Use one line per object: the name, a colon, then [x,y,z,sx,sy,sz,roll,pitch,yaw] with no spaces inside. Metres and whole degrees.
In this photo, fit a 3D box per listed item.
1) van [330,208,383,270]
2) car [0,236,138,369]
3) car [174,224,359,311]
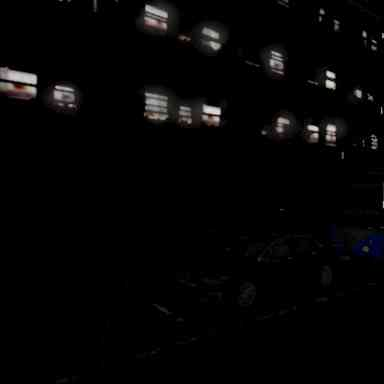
van: [6.216,1.417,10.970,3.998,1.788,1.690,0,-1,-35]
car: [-2.904,1.441,4.461,4.097,1.590,1.967,0,-1,-36]
car: [1.656,1.589,7.713,4.403,1.369,2.008,0,-1,-35]
